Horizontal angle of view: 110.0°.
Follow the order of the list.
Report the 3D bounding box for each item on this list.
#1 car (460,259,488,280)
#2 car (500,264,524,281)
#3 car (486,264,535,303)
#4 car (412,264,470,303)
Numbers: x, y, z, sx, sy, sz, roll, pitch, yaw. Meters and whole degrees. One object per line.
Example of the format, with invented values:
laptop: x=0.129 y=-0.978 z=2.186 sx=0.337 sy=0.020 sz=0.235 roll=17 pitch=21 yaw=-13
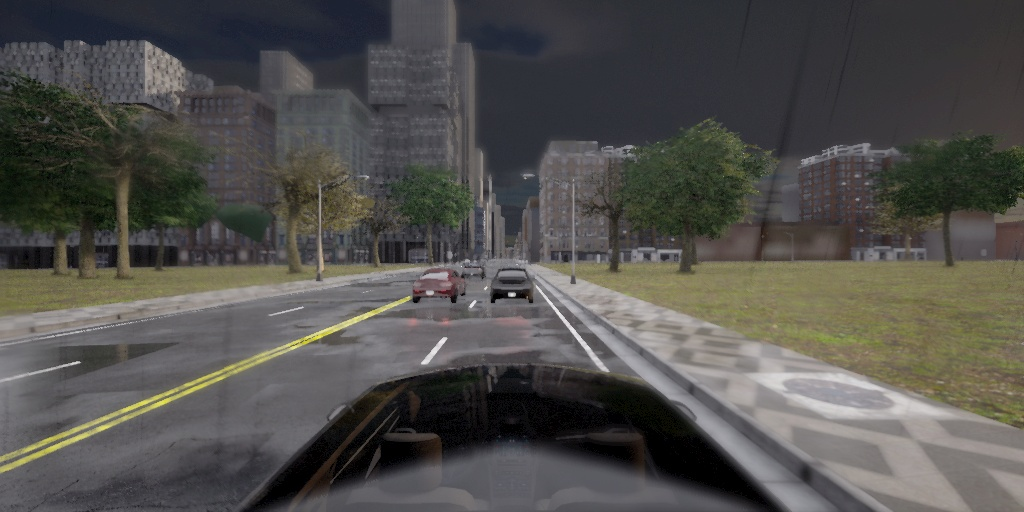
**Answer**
car: x=-3.250 y=1.266 z=31.501 sx=2.128 sy=1.511 sz=4.902 roll=0 pitch=0 yaw=0
car: x=0.000 y=1.388 z=31.530 sx=1.895 sy=1.301 sz=4.718 roll=0 pitch=0 yaw=0
car: x=0.000 y=1.272 z=16.500 sx=1.837 sy=1.490 sz=4.892 roll=0 pitch=0 yaw=0
car: x=-3.250 y=1.288 z=16.500 sx=1.812 sy=1.442 sz=4.674 roll=0 pitch=0 yaw=0
